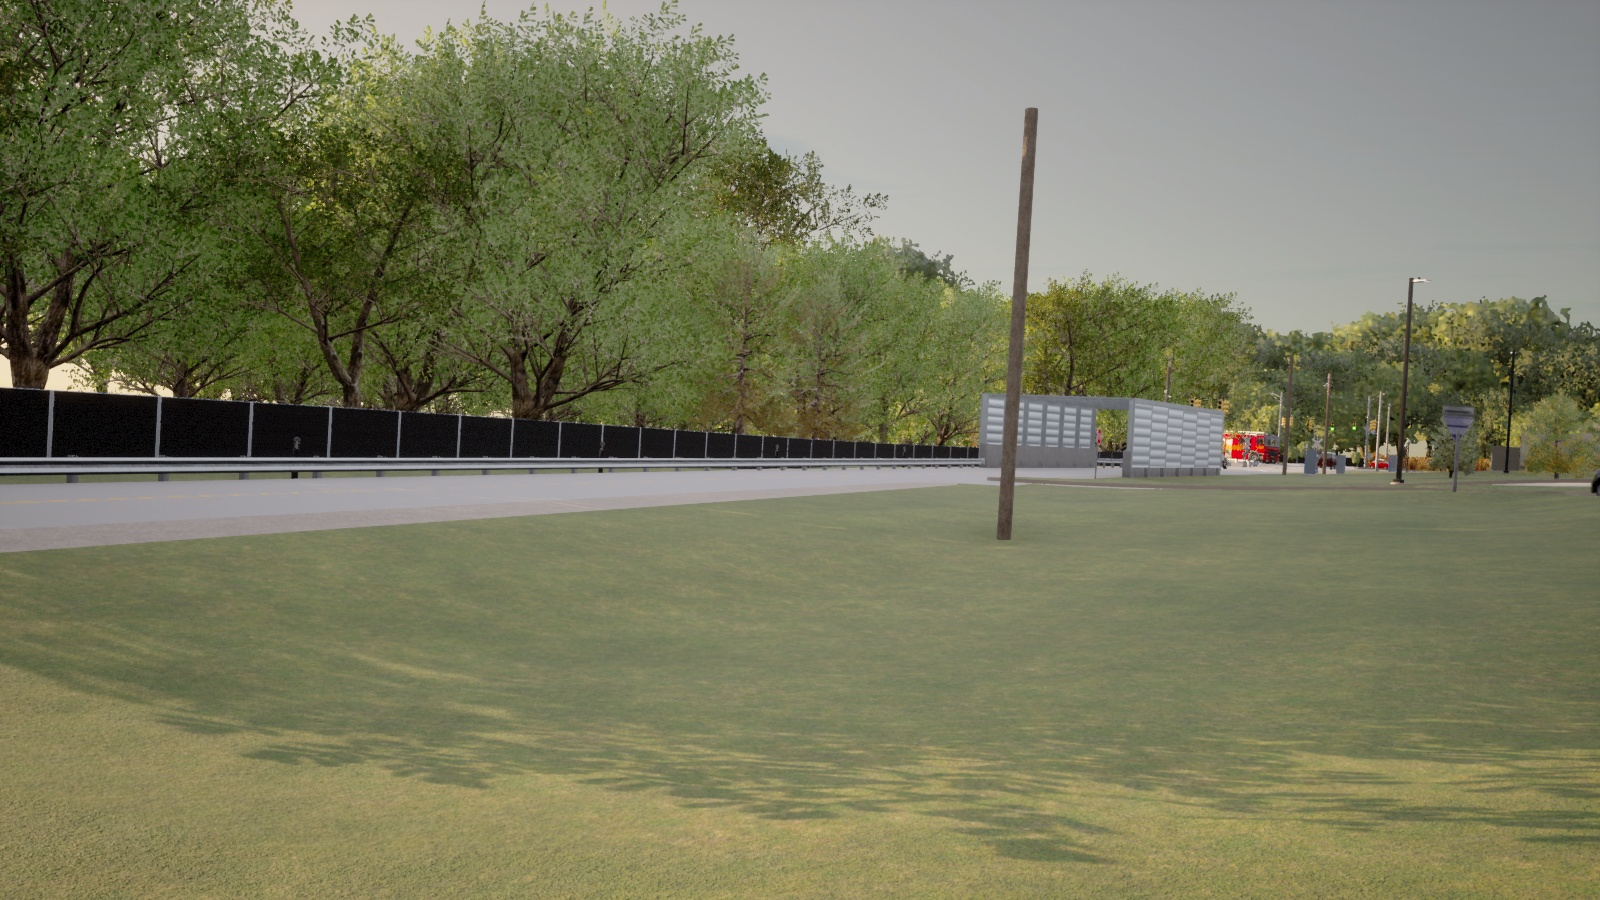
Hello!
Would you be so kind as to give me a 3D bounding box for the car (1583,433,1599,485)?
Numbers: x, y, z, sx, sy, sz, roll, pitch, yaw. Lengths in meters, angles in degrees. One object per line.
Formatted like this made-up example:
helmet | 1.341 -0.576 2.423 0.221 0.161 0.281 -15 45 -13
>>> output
car | 23.320 0.317 33.045 1.994 1.385 4.181 2 1 -24
